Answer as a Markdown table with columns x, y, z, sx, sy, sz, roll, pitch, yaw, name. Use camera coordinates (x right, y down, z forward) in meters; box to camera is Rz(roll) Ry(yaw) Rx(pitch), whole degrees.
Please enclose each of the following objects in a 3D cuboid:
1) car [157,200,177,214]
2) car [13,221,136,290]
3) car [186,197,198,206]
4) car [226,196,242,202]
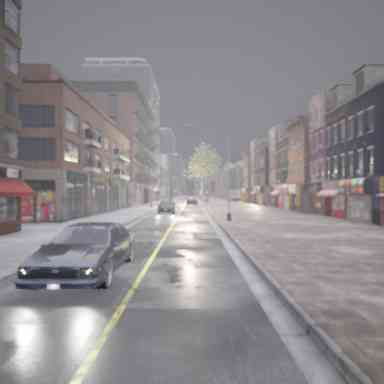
| x | y | z | sx | sy | sz | roll | pitch | yaw | name |
| --- | --- | --- | --- | --- | --- | --- | --- | --- | --- |
| -2.759 | 1.627 | 36.885 | 1.837 | 1.490 | 4.892 | 0 | 0 | 0 | car |
| -2.844 | 1.572 | 9.492 | 2.033 | 1.411 | 5.357 | 0 | 0 | 0 | car |
| -0.014 | 1.625 | 57.836 | 1.882 | 1.535 | 5.008 | 0 | 0 | 0 | car |
| 10.904 | 1.739 | 86.298 | 4.097 | 1.590 | 1.967 | 0 | -1 | 0 | car |
